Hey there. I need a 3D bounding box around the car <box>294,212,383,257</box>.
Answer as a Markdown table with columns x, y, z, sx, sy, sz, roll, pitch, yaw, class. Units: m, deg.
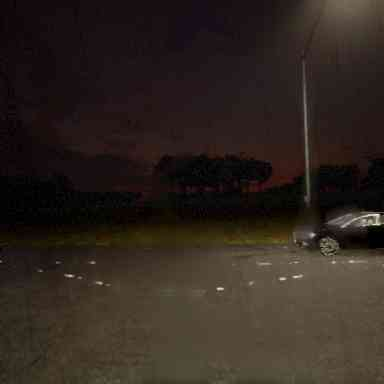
| x | y | z | sx | sy | sz | roll | pitch | yaw | class |
| --- | --- | --- | --- | --- | --- | --- | --- | --- | --- |
| 6.378 | 1.504 | 12.481 | 4.902 | 1.511 | 2.128 | -2 | -2 | 5 | car |
